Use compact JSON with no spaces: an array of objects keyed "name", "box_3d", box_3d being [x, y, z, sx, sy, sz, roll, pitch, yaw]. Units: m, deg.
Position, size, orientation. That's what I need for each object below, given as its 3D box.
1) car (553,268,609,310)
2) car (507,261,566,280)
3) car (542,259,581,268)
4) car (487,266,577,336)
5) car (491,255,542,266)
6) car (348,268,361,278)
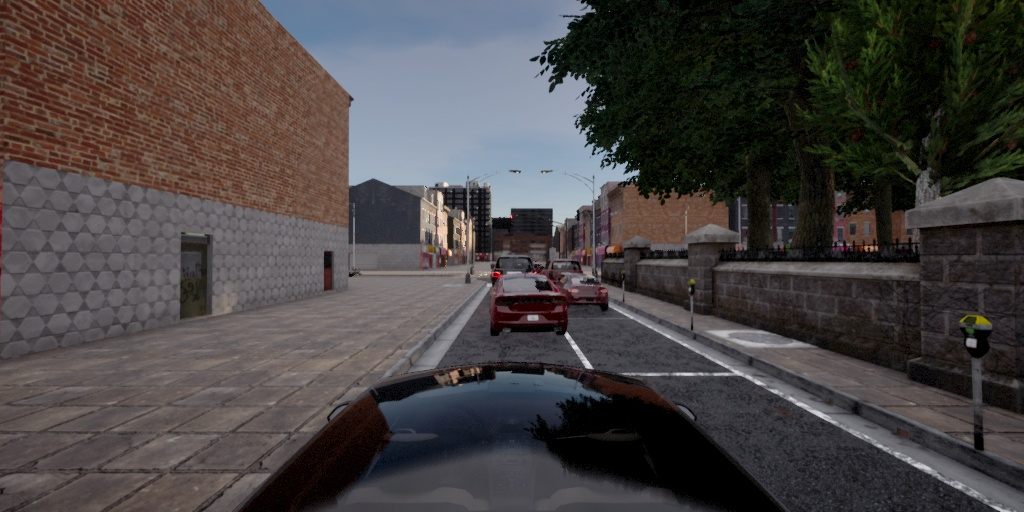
[{"name":"car","box_3d":[2.658,1.335,14.310,1.802,1.307,4.207,0,0,0]},{"name":"car","box_3d":[2.077,1.251,31.373,5.008,1.535,1.882,0,0,0]},{"name":"car","box_3d":[2.666,1.072,19.759,2.192,1.841,5.009,0,0,0]},{"name":"car","box_3d":[0.292,1.229,10.469,1.882,1.535,5.008,0,0,-4]},{"name":"car","box_3d":[0.109,0.977,18.067,2.150,2.045,5.566,0,0,0]},{"name":"car","box_3d":[-16.132,1.276,31.341,5.357,1.411,2.033,0,-1,0]}]
